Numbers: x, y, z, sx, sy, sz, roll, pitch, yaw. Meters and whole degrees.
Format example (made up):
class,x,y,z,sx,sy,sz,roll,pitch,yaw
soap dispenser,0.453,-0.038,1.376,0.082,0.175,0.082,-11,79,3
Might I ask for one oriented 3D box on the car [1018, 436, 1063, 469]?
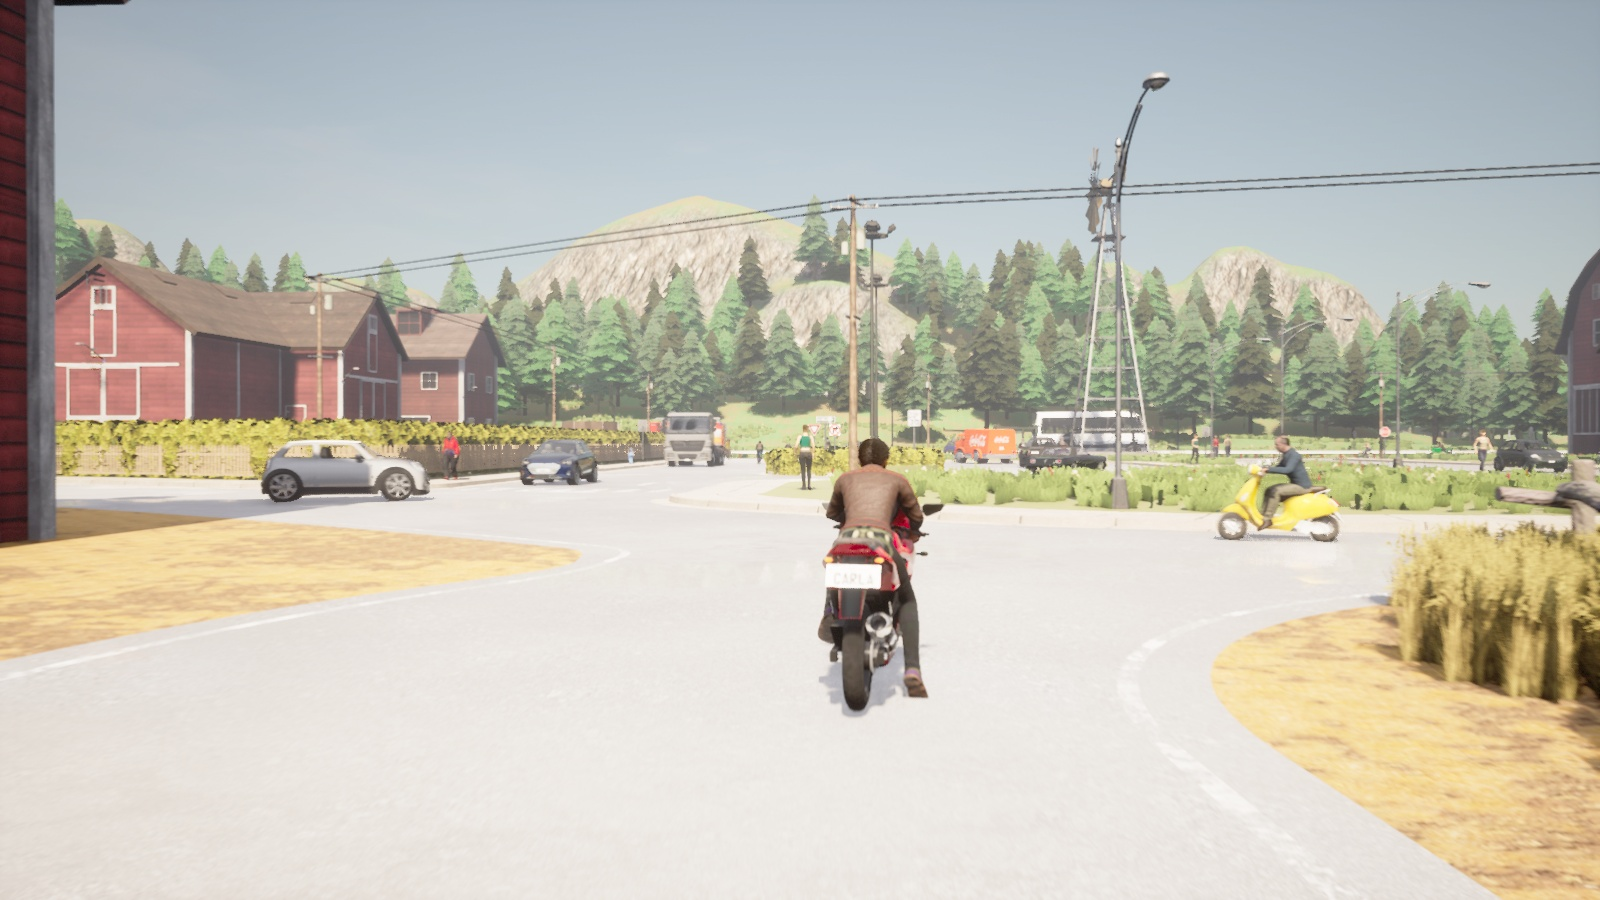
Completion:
class,x,y,z,sx,sy,sz,roll,pitch,yaw
car,13.856,0.128,72.637,1.932,1.855,4.605,0,0,3

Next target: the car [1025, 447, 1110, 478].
class,x,y,z,sx,sy,sz,roll,pitch,yaw
car,11.751,0.519,54.903,1.895,1.301,4.718,0,0,36

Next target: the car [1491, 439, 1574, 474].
class,x,y,z,sx,sy,sz,roll,pitch,yaw
car,35.761,0.296,61.416,1.851,1.617,3.988,0,0,3

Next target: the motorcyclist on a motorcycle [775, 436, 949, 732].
class,x,y,z,sx,sy,sz,roll,pitch,yaw
motorcyclist on a motorcycle,0.436,0.683,7.523,0.797,1.523,2.044,0,0,10

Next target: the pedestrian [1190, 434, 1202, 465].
class,x,y,z,sx,sy,sz,roll,pitch,yaw
pedestrian,23.164,-0.029,73.429,0.345,1.836,0.594,0,0,-19

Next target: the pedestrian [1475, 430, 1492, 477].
class,x,y,z,sx,sy,sz,roll,pitch,yaw
pedestrian,26.792,0.121,49.195,0.345,1.836,0.594,0,0,2

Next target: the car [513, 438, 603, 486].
class,x,y,z,sx,sy,sz,roll,pitch,yaw
car,-8.629,0.392,45.146,2.033,1.649,4.856,0,0,3

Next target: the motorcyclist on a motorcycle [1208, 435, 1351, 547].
class,x,y,z,sx,sy,sz,roll,pitch,yaw
motorcyclist on a motorcycle,7.067,0.585,18.602,1.817,1.590,0.866,1,0,9

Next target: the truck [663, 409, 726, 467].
class,x,y,z,sx,sy,sz,roll,pitch,yaw
truck,-6.567,-0.729,79.436,2.891,3.462,7.936,0,0,3

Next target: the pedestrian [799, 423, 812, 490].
class,x,y,z,sx,sy,sz,roll,pitch,yaw
pedestrian,0.156,0.173,34.933,0.345,1.836,0.594,0,0,-3

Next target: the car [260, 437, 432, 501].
class,x,y,z,sx,sy,sz,roll,pitch,yaw
car,-10.915,0.431,30.461,3.806,1.475,1.970,0,1,-17

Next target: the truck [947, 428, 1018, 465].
class,x,y,z,sx,sy,sz,roll,pitch,yaw
truck,12.848,-0.262,88.576,2.627,2.467,5.204,0,1,-23

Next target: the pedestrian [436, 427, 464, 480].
class,x,y,z,sx,sy,sz,roll,pitch,yaw
pedestrian,-12.422,0.117,44.588,0.634,1.844,0.899,0,0,12
